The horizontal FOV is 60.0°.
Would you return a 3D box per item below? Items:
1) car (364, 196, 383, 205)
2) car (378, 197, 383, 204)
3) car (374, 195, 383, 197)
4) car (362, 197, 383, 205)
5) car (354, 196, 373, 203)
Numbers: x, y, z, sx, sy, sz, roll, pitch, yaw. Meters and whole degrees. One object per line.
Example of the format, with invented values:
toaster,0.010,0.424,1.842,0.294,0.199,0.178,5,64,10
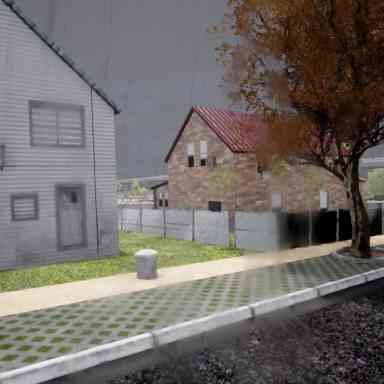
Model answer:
car,28.580,1.888,54.184,1.812,1.442,4.674,-2,-1,1
car,38.491,1.630,64.930,1.812,1.442,4.674,-2,0,0
car,31.835,1.480,54.672,2.150,2.045,5.566,-2,-1,1
car,35.242,1.746,64.825,1.812,1.442,4.674,-2,0,0
car,38.578,1.680,74.973,1.895,1.301,4.718,-2,0,0
